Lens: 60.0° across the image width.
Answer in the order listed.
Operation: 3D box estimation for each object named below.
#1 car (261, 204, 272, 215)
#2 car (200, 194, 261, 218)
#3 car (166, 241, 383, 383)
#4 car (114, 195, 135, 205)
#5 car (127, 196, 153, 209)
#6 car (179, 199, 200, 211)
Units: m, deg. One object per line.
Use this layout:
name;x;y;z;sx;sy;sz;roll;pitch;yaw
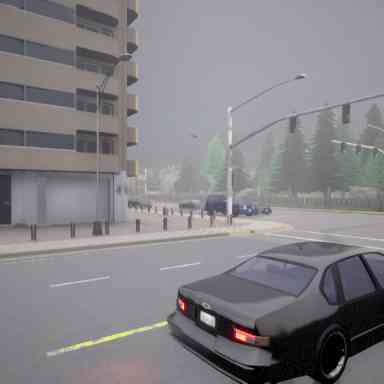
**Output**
car;6.127;1.619;33.990;1.994;1.385;4.181;0;0;-36
car;3.508;1.274;31.636;2.150;2.045;5.566;0;0;-36
car;2.238;1.547;5.377;5.357;1.411;2.033;0;0;-35
car;-12.060;1.406;59.354;2.097;1.767;4.553;0;0;-35
car;-7.200;1.560;46.513;1.837;1.490;4.892;0;0;-36
car;0.111;1.582;42.362;1.812;1.442;4.674;0;1;-36
